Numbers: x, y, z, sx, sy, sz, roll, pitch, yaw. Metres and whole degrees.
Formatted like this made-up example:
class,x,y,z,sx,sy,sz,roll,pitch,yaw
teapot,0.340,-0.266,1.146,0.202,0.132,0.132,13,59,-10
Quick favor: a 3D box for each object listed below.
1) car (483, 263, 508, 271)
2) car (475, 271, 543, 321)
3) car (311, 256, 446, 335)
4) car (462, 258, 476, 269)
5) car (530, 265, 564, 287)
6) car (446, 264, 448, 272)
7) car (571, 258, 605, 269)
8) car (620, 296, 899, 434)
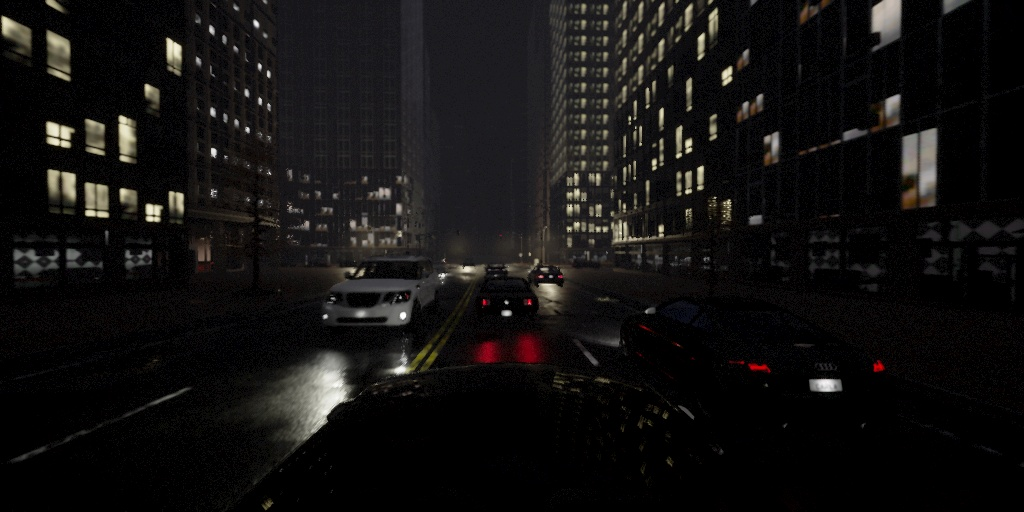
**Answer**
class,x,y,z,sx,sy,sz,roll,pitch,yaw
car,-1.323,1.298,29.668,2.128,1.511,4.902,0,0,-4
car,-0.257,1.374,12.606,1.895,1.301,4.718,0,0,-3
car,-3.622,1.000,11.076,2.150,2.045,5.566,0,0,-3
car,-6.174,0.980,51.927,1.882,1.535,5.008,0,0,-4
car,2.261,1.336,24.811,2.033,1.411,5.357,0,0,-4
car,-8.977,1.373,44.166,1.812,1.442,4.674,0,0,-3
car,12.679,1.341,61.402,5.009,1.841,2.192,0,0,-3
car,3.228,1.315,5.729,1.994,1.385,4.181,0,0,-1
